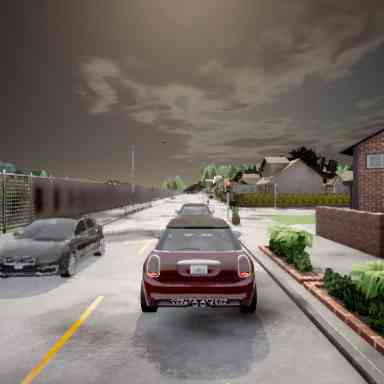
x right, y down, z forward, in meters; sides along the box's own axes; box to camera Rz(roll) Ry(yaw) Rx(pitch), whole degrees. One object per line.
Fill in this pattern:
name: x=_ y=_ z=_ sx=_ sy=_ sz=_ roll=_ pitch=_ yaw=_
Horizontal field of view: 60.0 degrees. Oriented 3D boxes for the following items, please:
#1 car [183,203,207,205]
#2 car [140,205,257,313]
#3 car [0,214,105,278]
car: x=0.152 y=1.352 z=17.538 sx=2.097 sy=1.767 sz=4.553 roll=0 pitch=0 yaw=0
car: x=0.120 y=1.352 z=7.840 sx=2.097 sy=1.767 sz=4.553 roll=0 pitch=0 yaw=0
car: x=-4.061 y=1.504 z=10.246 sx=1.837 sy=1.490 sz=4.892 roll=0 pitch=0 yaw=0
